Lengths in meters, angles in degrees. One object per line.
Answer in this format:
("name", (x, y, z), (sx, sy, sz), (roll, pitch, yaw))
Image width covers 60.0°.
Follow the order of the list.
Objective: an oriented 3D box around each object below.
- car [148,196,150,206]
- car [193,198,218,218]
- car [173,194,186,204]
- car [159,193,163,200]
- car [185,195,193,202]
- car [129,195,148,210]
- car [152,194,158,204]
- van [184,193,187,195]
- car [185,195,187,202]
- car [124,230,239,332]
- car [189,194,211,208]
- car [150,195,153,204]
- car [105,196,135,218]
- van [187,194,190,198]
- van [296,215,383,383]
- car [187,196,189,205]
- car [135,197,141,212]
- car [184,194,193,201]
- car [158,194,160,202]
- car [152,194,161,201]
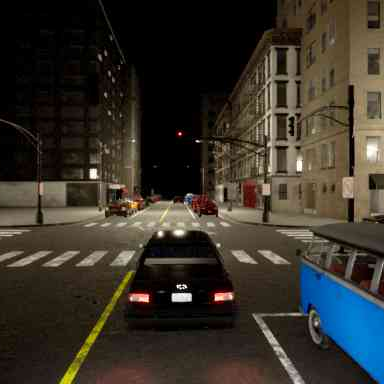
("car", (-7.319, 1.524, 46.245), (1.752, 1.417, 4.829), (0, 0, -2))
("car", (1.386, 1.545, 30.544), (1.887, 1.381, 4.507), (0, 0, -2))
("car", (-2.480, 1.521, 61.340), (1.812, 1.442, 4.674), (0, 0, -3))
("car", (-8.715, 1.304, 78.842), (2.192, 1.841, 5.009), (0, 0, -2))
("car", (-0.704, 1.514, 79.355), (1.752, 1.417, 4.829), (0, 0, -2))
("car", (-7.094, 1.315, 41.010), (2.192, 1.841, 5.009), (0, 0, -2))
("car", (-8.020, 1.545, 62.629), (2.008, 1.369, 4.403), (0, 0, -2))
("van", (-0.465, 1.332, 73.780), (1.690, 1.788, 3.998), (0, 0, -2))
("car", (0.229, 1.562, 57.567), (1.947, 1.339, 4.313), (0, 0, -2))
("car", (-0.256, 1.547, 7.245), (2.033, 1.411, 5.357), (0, 0, -2))
("car", (1.155, 1.315, 35.949), (2.192, 1.841, 5.009), (0, 0, -2))
("car", (-7.557, 1.564, 51.819), (1.947, 1.339, 4.313), (0, 0, -2))
("car", (-6.631, 1.440, 30.201), (1.967, 1.590, 4.097), (0, 0, -2))
("van", (0.461, 1.339, 52.163), (1.690, 1.788, 3.998), (0, 0, -2))
("van", (2.537, 1.341, 3.689), (1.690, 1.788, 3.998), (0, 0, -2))
("car", (0.692, 1.544, 46.758), (1.887, 1.381, 4.507), (0, 0, -2))
("car", (-6.856, 1.525, 35.435), (1.752, 1.417, 4.829), (0, 0, -2))
("car", (-0.928, 1.427, 84.589), (1.967, 1.590, 4.097), (0, 0, -2))
("car", (-8.252, 1.558, 68.033), (1.947, 1.339, 4.313), (0, 0, -2))
("car", (-8.946, 1.427, 84.246), (1.967, 1.590, 4.097), (0, 0, -2))
